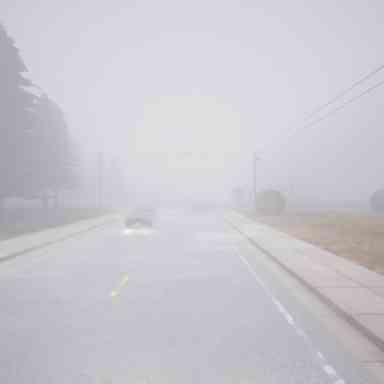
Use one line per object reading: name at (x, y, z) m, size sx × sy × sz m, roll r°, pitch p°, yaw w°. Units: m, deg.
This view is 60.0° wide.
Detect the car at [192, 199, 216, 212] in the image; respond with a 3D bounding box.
car at (1.511, 1.696, 41.909) m, size 1.837 × 1.490 × 4.892 m, roll -2°, pitch 0°, yaw 23°

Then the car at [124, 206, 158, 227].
car at (-3.508, 1.703, 24.107) m, size 2.033 × 1.411 × 5.357 m, roll 0°, pitch 0°, yaw 0°
